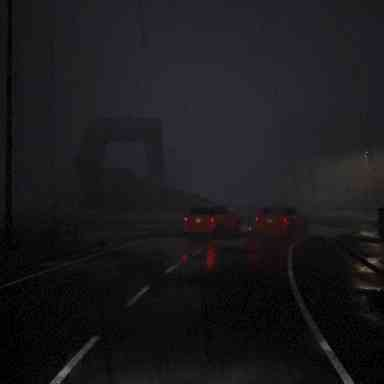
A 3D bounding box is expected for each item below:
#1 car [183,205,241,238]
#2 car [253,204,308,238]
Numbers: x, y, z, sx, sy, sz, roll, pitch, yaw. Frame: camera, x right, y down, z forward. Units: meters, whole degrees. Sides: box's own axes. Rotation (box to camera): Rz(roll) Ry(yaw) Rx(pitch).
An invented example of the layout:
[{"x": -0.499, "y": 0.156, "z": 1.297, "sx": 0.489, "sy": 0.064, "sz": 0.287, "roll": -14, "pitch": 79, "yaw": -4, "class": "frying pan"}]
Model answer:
[{"x": 1.297, "y": 1.557, "z": 19.491, "sx": 2.097, "sy": 1.767, "sz": 4.553, "roll": 0, "pitch": -1, "yaw": 27, "class": "car"}, {"x": 5.233, "y": 1.559, "z": 19.305, "sx": 2.097, "sy": 1.767, "sz": 4.553, "roll": 0, "pitch": -1, "yaw": 32, "class": "car"}]
